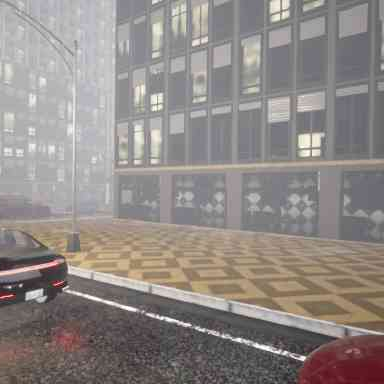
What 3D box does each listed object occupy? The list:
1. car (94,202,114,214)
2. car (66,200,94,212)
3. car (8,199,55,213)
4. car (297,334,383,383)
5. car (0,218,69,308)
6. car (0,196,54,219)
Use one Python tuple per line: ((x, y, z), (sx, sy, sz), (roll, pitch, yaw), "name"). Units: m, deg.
((-8.796, 1.828, 39.704), (1.752, 1.417, 4.829), (1, 0, 36), "car")
((-13.896, 1.767, 42.536), (1.994, 1.385, 4.181), (1, 0, 36), "car")
((-19.091, 1.641, 39.849), (1.752, 1.417, 4.829), (1, 0, 36), "car")
((2.892, 1.526, 1.634), (4.674, 1.442, 1.812), (0, 0, 35), "car")
((-4.595, 1.488, 6.934), (4.902, 1.511, 2.128), (0, 0, 35), "car")
((-15.577, 1.518, 30.480), (2.192, 1.841, 5.009), (1, 0, 36), "car")
